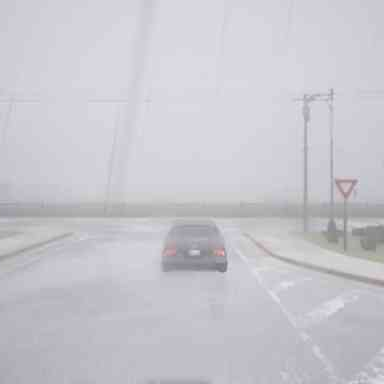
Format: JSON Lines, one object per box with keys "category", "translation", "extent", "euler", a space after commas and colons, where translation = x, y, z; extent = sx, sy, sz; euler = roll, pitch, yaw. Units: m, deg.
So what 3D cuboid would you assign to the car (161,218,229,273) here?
{"category": "car", "translation": [0.076, 1.536, 10.643], "extent": [2.033, 1.411, 5.357], "euler": [0, 0, 0]}
